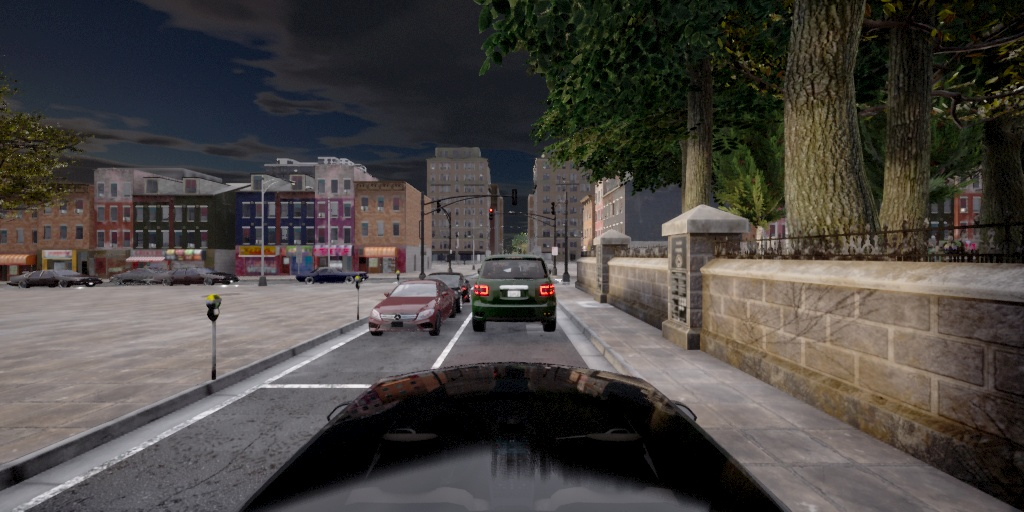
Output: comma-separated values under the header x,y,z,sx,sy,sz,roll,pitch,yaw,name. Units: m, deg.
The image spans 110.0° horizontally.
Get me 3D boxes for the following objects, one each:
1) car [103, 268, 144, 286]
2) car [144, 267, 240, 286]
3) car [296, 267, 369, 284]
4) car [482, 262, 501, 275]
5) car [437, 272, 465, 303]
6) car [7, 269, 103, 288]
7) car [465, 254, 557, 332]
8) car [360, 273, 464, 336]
x,y,z,sx,sy,sz,roll,pitch,yaw,name
-30.579,1.675,29.793,4.181,1.385,1.994,-1,0,0,car
-23.690,1.556,26.867,5.357,1.411,2.033,-1,0,0,car
-13.357,1.480,26.900,4.718,1.301,1.895,-1,0,0,car
-2.278,1.344,40.785,1.895,1.301,4.718,0,0,0,car
-2.637,1.316,13.999,1.948,1.339,4.313,0,0,0,car
-34.135,1.720,26.847,5.357,1.411,2.033,-1,0,1,car
0.076,0.971,11.015,2.150,2.045,5.566,0,0,1,car
-2.637,1.332,10.336,1.802,1.307,4.207,0,0,0,car
